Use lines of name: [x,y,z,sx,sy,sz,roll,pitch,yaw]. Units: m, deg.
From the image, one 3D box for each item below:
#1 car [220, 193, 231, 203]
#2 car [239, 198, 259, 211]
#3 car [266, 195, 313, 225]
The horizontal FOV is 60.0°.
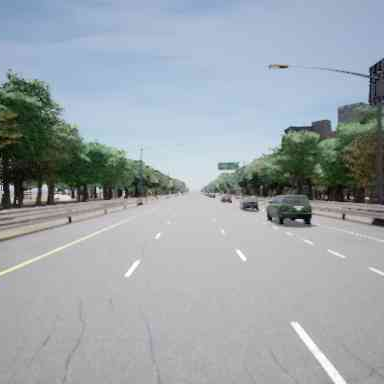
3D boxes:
car: [7.272,1.405,71.969,2.097,1.767,4.553,0,0,0]
car: [7.089,1.533,41.604,1.837,1.490,4.892,0,0,0]
car: [7.028,1.235,24.516,2.150,2.045,5.566,0,0,0]
